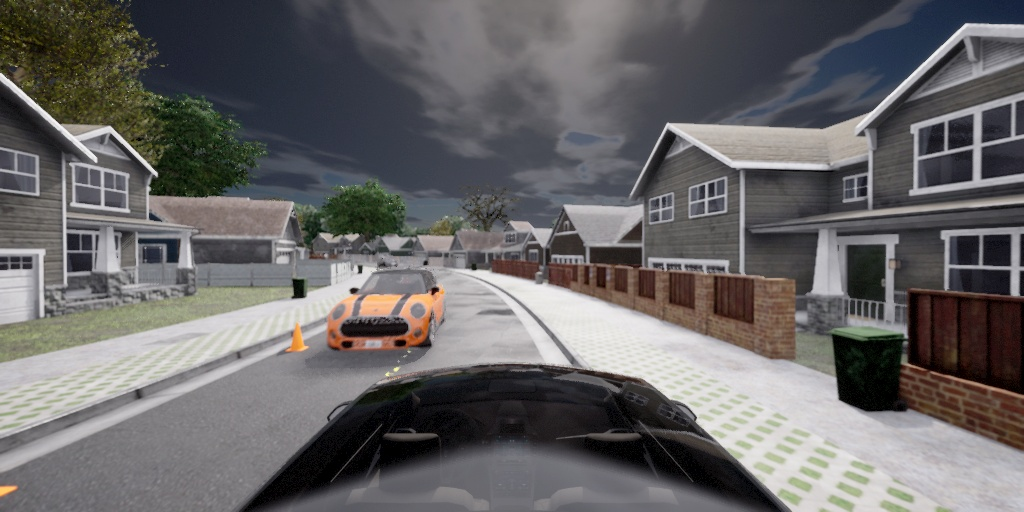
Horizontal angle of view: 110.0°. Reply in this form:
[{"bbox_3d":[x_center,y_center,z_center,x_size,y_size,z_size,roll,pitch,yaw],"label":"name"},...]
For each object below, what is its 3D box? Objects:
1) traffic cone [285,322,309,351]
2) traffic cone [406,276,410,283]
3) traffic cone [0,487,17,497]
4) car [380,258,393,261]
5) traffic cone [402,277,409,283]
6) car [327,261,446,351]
[{"bbox_3d":[-4.666,1.736,7.796,0.340,0.580,0.340,0,0,-4],"label":"traffic cone"},{"bbox_3d":[-7.894,1.739,27.036,0.340,0.580,0.340,0,0,-15],"label":"traffic cone"},{"bbox_3d":[-4.424,1.714,2.918,0.340,0.580,0.340,0,0,-1],"label":"traffic cone"},{"bbox_3d":[-19.864,1.136,57.448,2.128,1.511,4.902,0,0,-39],"label":"car"},{"bbox_3d":[-6.750,1.750,22.288,0.340,0.580,0.340,0,0,-12],"label":"traffic cone"},{"bbox_3d":[-2.910,1.135,9.233,2.097,1.767,4.553,0,0,-5],"label":"car"}]
